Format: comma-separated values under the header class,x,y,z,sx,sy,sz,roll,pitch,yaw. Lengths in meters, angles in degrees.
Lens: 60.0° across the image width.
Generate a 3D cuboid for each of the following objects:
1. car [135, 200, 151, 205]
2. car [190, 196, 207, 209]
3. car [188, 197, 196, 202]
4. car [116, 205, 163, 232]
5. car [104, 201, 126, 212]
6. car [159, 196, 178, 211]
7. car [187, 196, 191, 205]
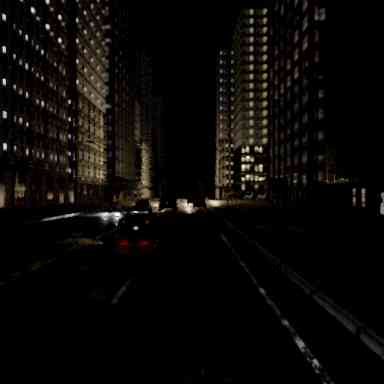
class,x,y,z,sx,sy,sz,roll,pitch,yaw
car,-6.561,1.787,44.428,1.812,1.442,4.674,0,0,0
car,1.156,1.652,51.288,2.097,1.767,4.553,0,0,0
car,0.032,2.018,86.824,1.895,1.301,4.718,0,0,0
car,-3.142,1.723,20.809,1.895,1.301,4.718,0,0,0
car,-9.817,1.851,42.529,1.895,1.301,4.718,0,0,0
car,-3.133,1.481,44.296,2.150,2.045,5.566,0,0,0
car,0.025,1.685,67.854,2.097,1.767,4.553,0,0,0
